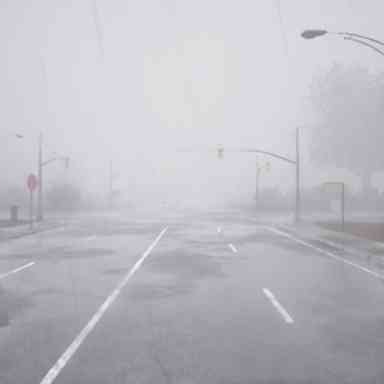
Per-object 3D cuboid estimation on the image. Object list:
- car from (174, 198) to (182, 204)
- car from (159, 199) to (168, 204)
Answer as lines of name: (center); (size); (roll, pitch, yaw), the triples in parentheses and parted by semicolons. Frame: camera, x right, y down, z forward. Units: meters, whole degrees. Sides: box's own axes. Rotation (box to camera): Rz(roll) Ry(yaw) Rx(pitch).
car: (-3.536, 2.251, 82.570); (1.882, 1.535, 5.008); (0, -1, 0)
car: (-7.036, 2.368, 82.548); (1.895, 1.301, 4.718); (0, -1, 0)
